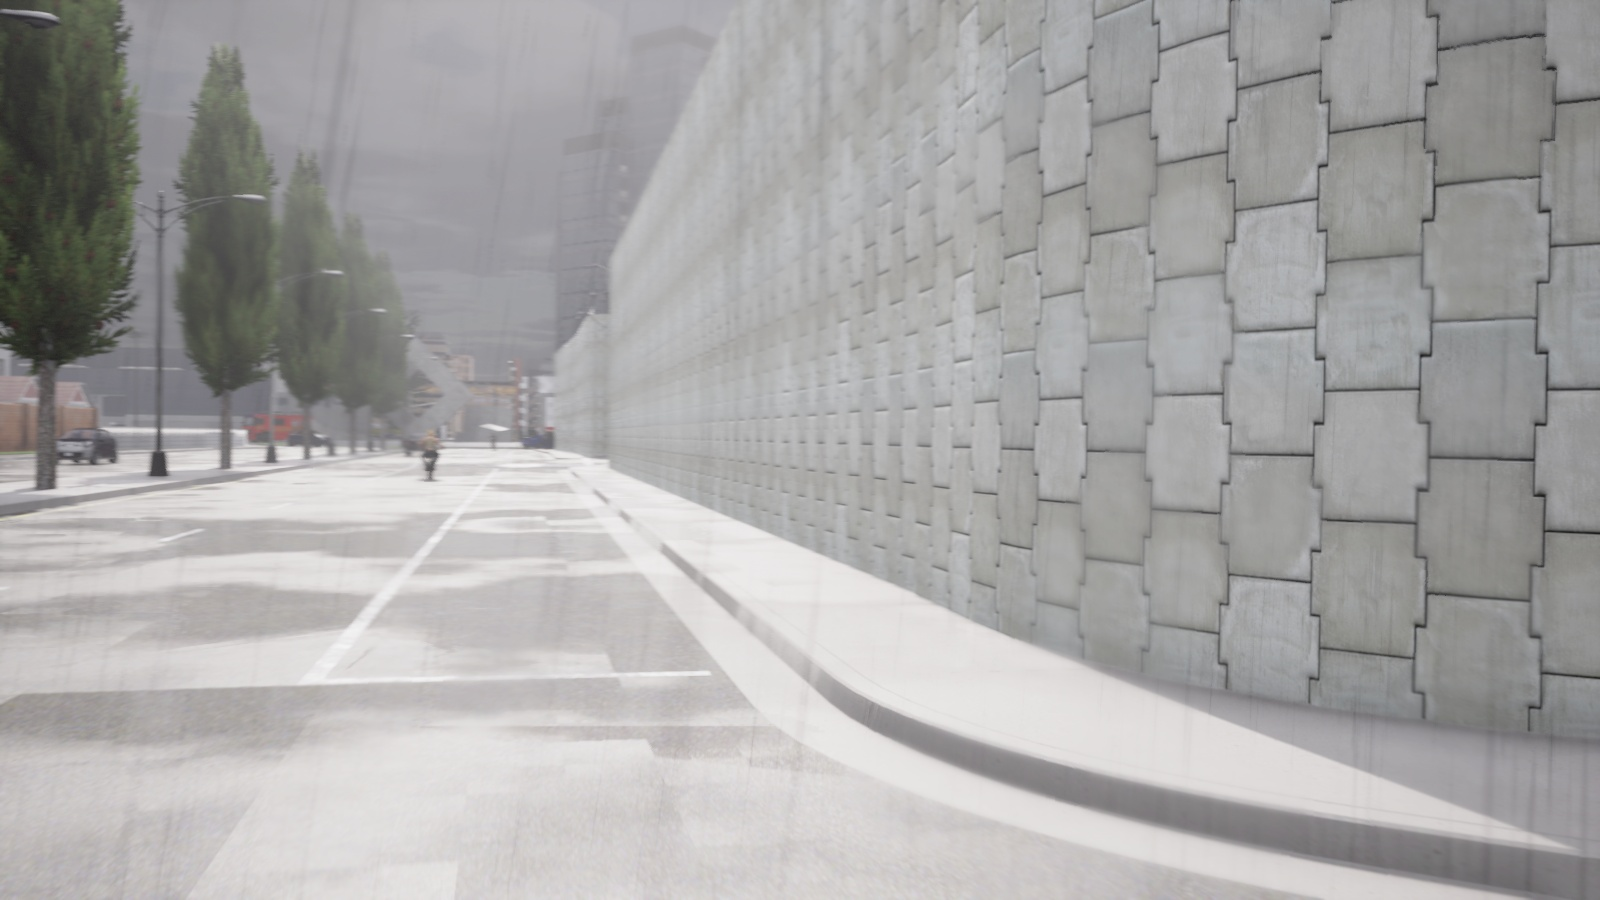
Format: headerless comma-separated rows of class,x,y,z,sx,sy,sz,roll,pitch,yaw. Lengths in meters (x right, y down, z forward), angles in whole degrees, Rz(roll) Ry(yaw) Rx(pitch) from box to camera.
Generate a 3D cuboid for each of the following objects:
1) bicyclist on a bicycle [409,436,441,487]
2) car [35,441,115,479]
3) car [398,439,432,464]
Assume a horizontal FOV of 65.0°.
bicyclist on a bicycle,-12.035,0.362,40.353,0.866,1.612,1.509,0,1,-12
car,-30.009,0.401,52.077,1.845,1.501,3.633,0,1,-13
car,-24.288,0.090,79.283,1.789,1.549,3.705,0,1,-13
